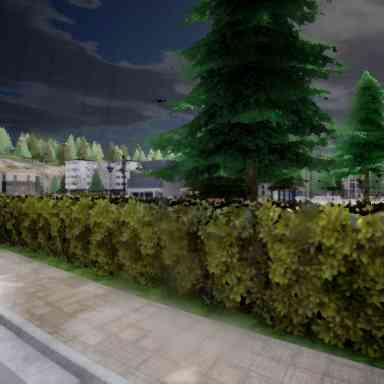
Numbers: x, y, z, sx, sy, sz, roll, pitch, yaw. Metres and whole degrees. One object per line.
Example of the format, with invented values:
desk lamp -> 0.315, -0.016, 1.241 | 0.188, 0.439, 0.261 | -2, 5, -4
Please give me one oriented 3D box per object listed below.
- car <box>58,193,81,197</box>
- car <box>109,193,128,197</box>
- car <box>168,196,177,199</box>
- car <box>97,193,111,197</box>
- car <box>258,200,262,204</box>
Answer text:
car -> -28.382, 1.151, 79.442 | 2.152, 1.636, 5.027 | 0, 0, 43
car -> -10.572, 1.383, 52.725 | 1.970, 1.475, 3.806 | 0, 0, 43
car -> -3.305, 1.372, 56.063 | 1.845, 1.501, 3.633 | 0, 0, 43
car -> -16.701, 1.095, 68.943 | 1.932, 1.855, 4.605 | 0, 0, 43
car -> 9.644, 1.351, 44.205 | 2.097, 1.767, 4.553 | 0, 0, 43
